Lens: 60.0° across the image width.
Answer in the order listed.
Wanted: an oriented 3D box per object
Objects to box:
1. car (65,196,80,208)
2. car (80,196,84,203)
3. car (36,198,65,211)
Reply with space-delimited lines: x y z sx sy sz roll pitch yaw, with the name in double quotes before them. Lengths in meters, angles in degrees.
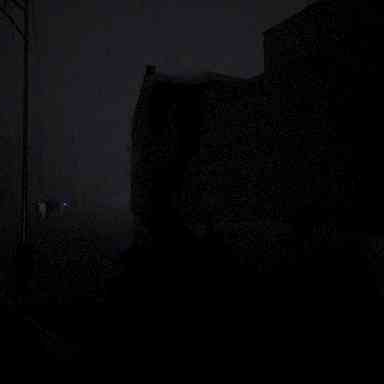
"car" -19.902 1.721 53.484 1.812 1.442 4.674 1 0 -7
"car" -26.463 1.767 78.056 2.128 1.511 4.902 1 0 -7
"car" -18.559 1.632 42.980 2.128 1.511 4.902 1 0 -6
